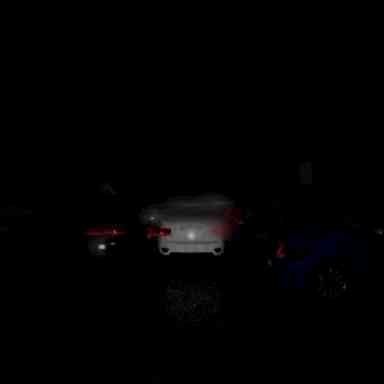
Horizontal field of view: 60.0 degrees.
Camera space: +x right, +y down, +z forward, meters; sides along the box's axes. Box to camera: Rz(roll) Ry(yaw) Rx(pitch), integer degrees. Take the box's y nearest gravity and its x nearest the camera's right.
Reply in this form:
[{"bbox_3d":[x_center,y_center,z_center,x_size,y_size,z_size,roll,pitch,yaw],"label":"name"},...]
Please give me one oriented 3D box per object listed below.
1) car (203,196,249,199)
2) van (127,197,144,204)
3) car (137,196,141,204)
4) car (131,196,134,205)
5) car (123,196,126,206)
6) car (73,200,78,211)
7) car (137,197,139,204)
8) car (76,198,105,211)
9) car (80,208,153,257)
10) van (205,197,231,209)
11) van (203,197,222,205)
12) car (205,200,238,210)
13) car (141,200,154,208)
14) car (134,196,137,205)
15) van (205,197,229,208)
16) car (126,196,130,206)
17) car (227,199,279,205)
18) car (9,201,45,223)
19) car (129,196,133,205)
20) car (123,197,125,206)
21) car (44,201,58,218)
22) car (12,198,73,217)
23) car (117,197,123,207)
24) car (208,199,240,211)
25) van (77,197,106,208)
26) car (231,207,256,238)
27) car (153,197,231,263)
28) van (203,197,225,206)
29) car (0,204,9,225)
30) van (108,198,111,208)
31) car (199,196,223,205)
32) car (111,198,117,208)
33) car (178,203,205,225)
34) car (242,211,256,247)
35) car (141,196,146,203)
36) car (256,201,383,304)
[{"bbox_3d":[4.626,1.758,46.497,5.566,2.045,2.435,0,-1,0],"label":"car"},{"bbox_3d":[-15.523,2.241,92.125,4.442,1.987,1.878,0,-1,0],"label":"van"},{"bbox_3d":[-15.632,2.326,81.007,4.892,1.521,2.231,0,-1,0],"label":"car"},{"bbox_3d":[-15.606,2.105,72.670,4.553,1.767,2.185,0,-1,0],"label":"car"},{"bbox_3d":[-15.667,2.021,64.335,4.553,1.767,2.185,0,-1,0],"label":"car"},{"bbox_3d":[-15.603,1.898,36.540,4.792,1.488,2.163,0,-1,0],"label":"car"},{"bbox_3d":[-15.635,2.333,78.228,4.674,1.452,2.002,0,-1,0],"label":"car"},{"bbox_3d":[-15.627,1.985,47.658,4.892,1.521,2.231,0,-1,0],"label":"car"},{"bbox_3d":[-2.993,1.639,13.522,2.128,1.511,4.902,0,-1,0],"label":"car"},{"bbox_3d":[4.471,1.888,57.529,4.442,1.987,1.878,0,-1,0],"label":"van"},{"bbox_3d":[4.686,2.076,76.830,4.442,1.987,1.878,0,-1,0],"label":"van"},{"bbox_3d":[4.588,2.061,51.887,5.008,1.535,2.097,0,-1,0],"label":"car"},{"bbox_3d":[-3.010,1.796,28.470,1.837,1.490,4.892,0,2,0],"label":"car"},{"bbox_3d":[-15.606,2.136,75.451,4.553,1.767,2.185,0,-1,0],"label":"car"},{"bbox_3d":[4.699,1.938,63.045,4.442,1.987,1.878,0,-1,0],"label":"van"},{"bbox_3d":[-15.632,2.174,67.115,5.008,1.535,2.097,0,-1,0],"label":"car"},{"bbox_3d":[4.587,1.635,24.436,4.553,1.767,2.185,0,-1,0],"label":"car"},{"bbox_3d":[-15.636,1.779,28.202,5.008,1.535,2.097,0,-1,0],"label":"car"},{"bbox_3d":[-15.643,2.203,69.891,4.892,1.521,2.231,0,-1,0],"label":"car"},{"bbox_3d":[-15.630,2.120,61.555,5.008,1.535,2.097,0,-1,0],"label":"car"},{"bbox_3d":[-15.625,1.811,30.982,4.892,1.521,2.231,0,-1,0],"label":"car"},{"bbox_3d":[-15.603,1.588,33.763,5.566,2.045,2.435,0,-1,0],"label":"car"},{"bbox_3d":[-15.450,2.090,58.776,5.366,1.575,1.946,0,-1,0],"label":"car"},{"bbox_3d":[4.626,1.909,49.131,4.553,1.767,2.185,0,-1,0],"label":"car"},{"bbox_3d":[-15.751,1.785,50.440,4.442,1.987,1.878,0,-1,0],"label":"van"},{"bbox_3d":[4.620,1.658,16.162,5.008,1.535,2.097,0,-1,0],"label":"car"},{"bbox_3d":[-0.003,1.360,12.594,2.150,2.045,5.566,0,0,0],"label":"car"},{"bbox_3d":[4.692,2.017,71.318,4.442,1.987,1.878,0,-1,0],"label":"van"},{"bbox_3d":[-15.643,1.717,22.527,5.008,1.535,2.097,0,-1,0],"label":"car"},{"bbox_3d":[-15.751,1.813,53.219,4.442,1.987,1.878,0,-1,0],"label":"van"},{"bbox_3d":[4.596,2.081,79.588,5.566,2.045,2.435,0,-1,0],"label":"car"},{"bbox_3d":[-15.637,2.106,55.996,4.674,1.452,2.002,0,-1,0],"label":"car"},{"bbox_3d":[-0.008,1.781,28.370,2.128,1.511,4.902,0,1,0],"label":"car"},{"bbox_3d":[4.631,1.665,13.404,4.674,1.452,2.002,0,-1,0],"label":"car"},{"bbox_3d":[-15.611,2.142,86.568,5.566,2.045,2.435,0,-1,0],"label":"car"},{"bbox_3d":[4.605,1.311,7.894,5.566,2.045,2.435,0,-1,0],"label":"car"}]
